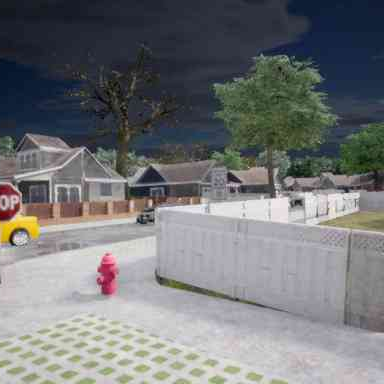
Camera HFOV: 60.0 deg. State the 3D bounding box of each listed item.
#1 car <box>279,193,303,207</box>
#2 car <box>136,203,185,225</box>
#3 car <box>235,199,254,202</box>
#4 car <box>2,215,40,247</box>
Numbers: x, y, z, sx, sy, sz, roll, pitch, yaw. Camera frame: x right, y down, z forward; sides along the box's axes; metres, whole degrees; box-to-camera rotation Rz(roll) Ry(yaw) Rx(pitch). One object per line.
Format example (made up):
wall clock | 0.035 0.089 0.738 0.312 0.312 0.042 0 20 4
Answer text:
car | 11.640 0.908 39.857 2.097 1.767 4.553 -2 -1 37
car | -1.665 1.389 21.764 1.994 1.385 4.181 -2 -1 37
car | 4.706 1.295 30.447 1.895 1.301 4.718 -2 -1 36
car | -8.417 1.446 12.561 1.882 1.535 5.008 -2 -1 36
